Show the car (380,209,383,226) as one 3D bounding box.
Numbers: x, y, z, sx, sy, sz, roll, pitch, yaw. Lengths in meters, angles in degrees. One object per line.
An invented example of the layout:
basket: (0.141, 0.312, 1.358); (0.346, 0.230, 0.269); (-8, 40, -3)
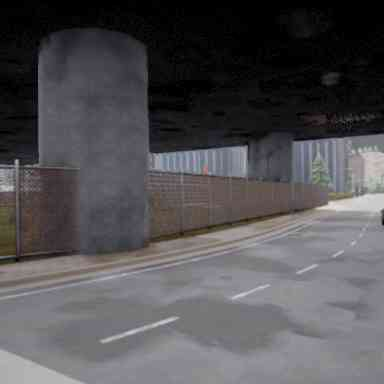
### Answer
car: (14.105, 1.492, 22.863); (2.033, 1.411, 5.357); (-1, 0, 30)
